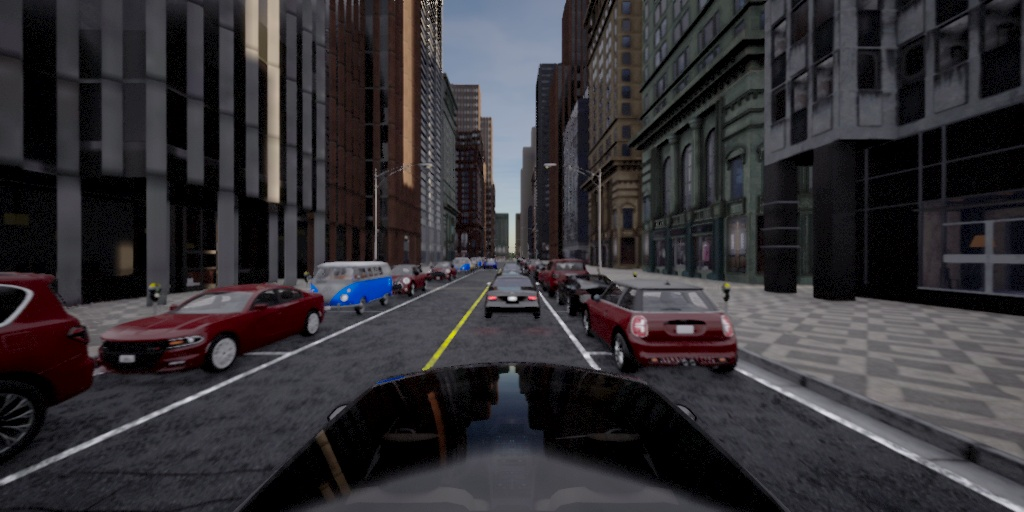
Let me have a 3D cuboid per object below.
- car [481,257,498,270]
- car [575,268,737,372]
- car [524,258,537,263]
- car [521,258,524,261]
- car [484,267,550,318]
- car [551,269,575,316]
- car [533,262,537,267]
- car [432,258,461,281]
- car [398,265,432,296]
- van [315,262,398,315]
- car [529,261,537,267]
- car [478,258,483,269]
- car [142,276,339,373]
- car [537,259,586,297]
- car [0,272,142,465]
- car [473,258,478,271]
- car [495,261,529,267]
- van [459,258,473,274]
[{"bbox_3d":[-3.164,1.251,53.496,1.882,1.535,5.008,0,0,0],"label":"car"},{"bbox_3d":[2.754,1.192,7.644,1.967,1.591,4.097,0,0,0],"label":"car"},{"bbox_3d":[2.699,1.206,41.461,1.967,1.591,4.097,0,0,0],"label":"car"},{"bbox_3d":[2.681,1.339,52.734,1.948,1.339,4.313,0,0,0],"label":"car"},{"bbox_3d":[0.030,1.302,13.052,2.033,1.411,5.357,0,0,0],"label":"car"},{"bbox_3d":[2.745,1.320,13.280,1.948,1.339,4.313,0,0,0],"label":"car"},{"bbox_3d":[2.727,1.304,24.553,1.888,1.381,4.507,0,0,0],"label":"car"},{"bbox_3d":[-5.808,1.201,30.168,1.967,1.591,4.097,0,0,0],"label":"car"},{"bbox_3d":[-5.789,1.196,18.894,1.967,1.591,4.097,0,0,0],"label":"car"},{"bbox_3d":[-5.780,1.095,13.257,1.690,1.789,3.998,0,0,0],"label":"van"},{"bbox_3d":[2.717,1.327,30.190,1.948,1.339,4.313,0,0,0],"label":"car"},{"bbox_3d":[-5.844,1.323,52.713,2.007,1.370,4.403,0,0,0],"label":"car"},{"bbox_3d":[-5.771,1.297,7.620,1.888,1.381,4.507,0,0,0],"label":"car"},{"bbox_3d":[2.736,1.071,18.917,2.192,1.841,5.009,0,0,0],"label":"car"},{"bbox_3d":[-5.762,1.064,1.983,2.192,1.841,5.009,0,0,0],"label":"car"},{"bbox_3d":[-5.835,1.294,46.907,1.751,1.417,4.829,0,0,0],"label":"car"},{"bbox_3d":[0.005,1.308,28.090,2.033,1.411,5.357,0,0,0],"label":"car"},{"bbox_3d":[-5.826,1.106,41.441,1.690,1.789,3.998,0,0,0],"label":"van"}]
